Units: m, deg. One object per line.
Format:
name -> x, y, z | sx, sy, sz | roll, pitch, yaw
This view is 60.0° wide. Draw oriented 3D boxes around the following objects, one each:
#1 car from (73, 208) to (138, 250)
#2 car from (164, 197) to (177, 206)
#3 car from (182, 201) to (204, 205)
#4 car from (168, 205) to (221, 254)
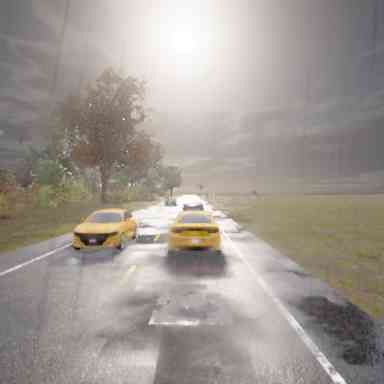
car -> -3.595, 1.494, 14.535 | 1.882, 1.535, 5.008 | 0, 0, 0
car -> -3.540, 1.561, 55.968 | 2.128, 1.511, 4.902 | 0, 0, 0
car -> 0.111, 1.526, 30.149 | 2.128, 1.511, 4.902 | 0, 0, 0
car -> 0.106, 1.493, 13.575 | 1.882, 1.535, 5.008 | 0, 0, 0
